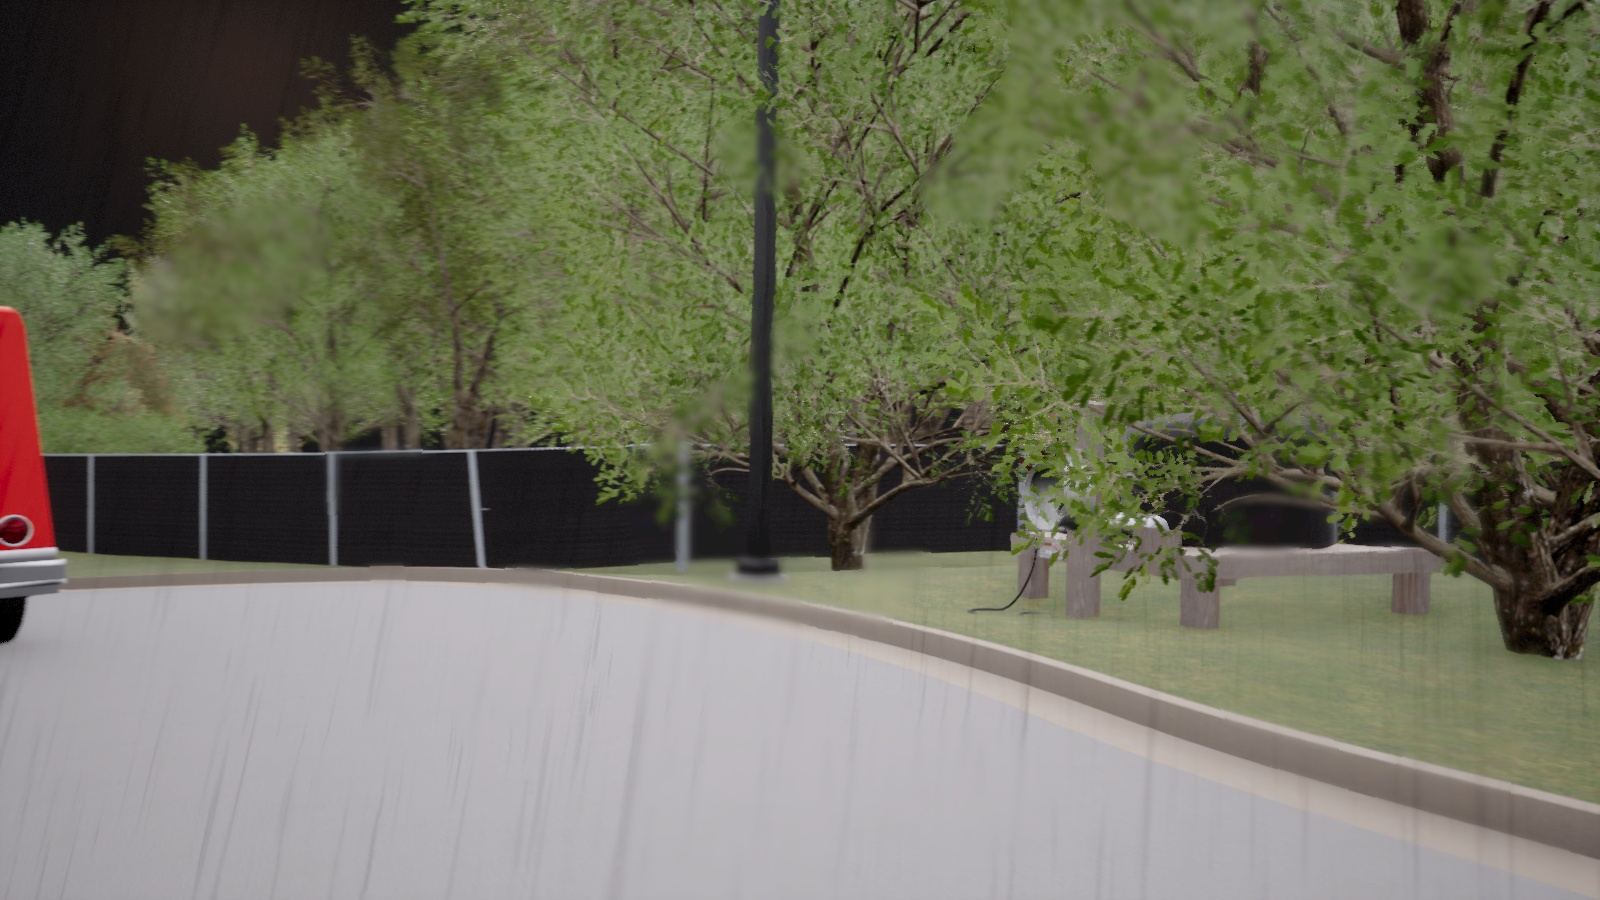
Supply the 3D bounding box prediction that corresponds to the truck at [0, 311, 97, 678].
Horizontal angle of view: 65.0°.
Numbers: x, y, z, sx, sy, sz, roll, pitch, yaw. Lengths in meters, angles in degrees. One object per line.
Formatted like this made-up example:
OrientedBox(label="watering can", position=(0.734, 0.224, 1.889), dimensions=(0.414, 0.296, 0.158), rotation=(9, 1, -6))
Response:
OrientedBox(label="truck", position=(-7.822, 0.486, 9.622), dimensions=(5.204, 2.467, 2.627), rotation=(-5, -2, 42))
